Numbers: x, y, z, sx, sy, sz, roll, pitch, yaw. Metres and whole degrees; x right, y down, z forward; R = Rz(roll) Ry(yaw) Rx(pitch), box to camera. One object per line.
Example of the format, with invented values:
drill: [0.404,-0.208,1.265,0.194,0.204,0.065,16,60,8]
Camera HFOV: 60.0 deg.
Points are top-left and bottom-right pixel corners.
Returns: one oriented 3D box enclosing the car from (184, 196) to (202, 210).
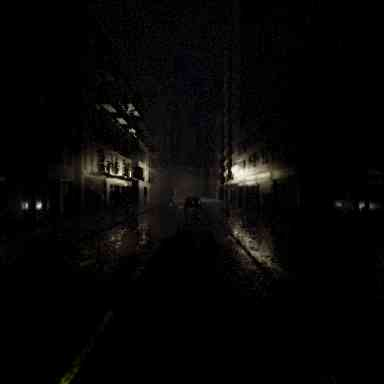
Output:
car: [0.111,1.296,41.980,2.097,1.767,4.553,0,0,0]

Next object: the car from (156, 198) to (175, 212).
car: [-2.990,1.456,38.148,1.837,1.490,4.892,0,0,0]
